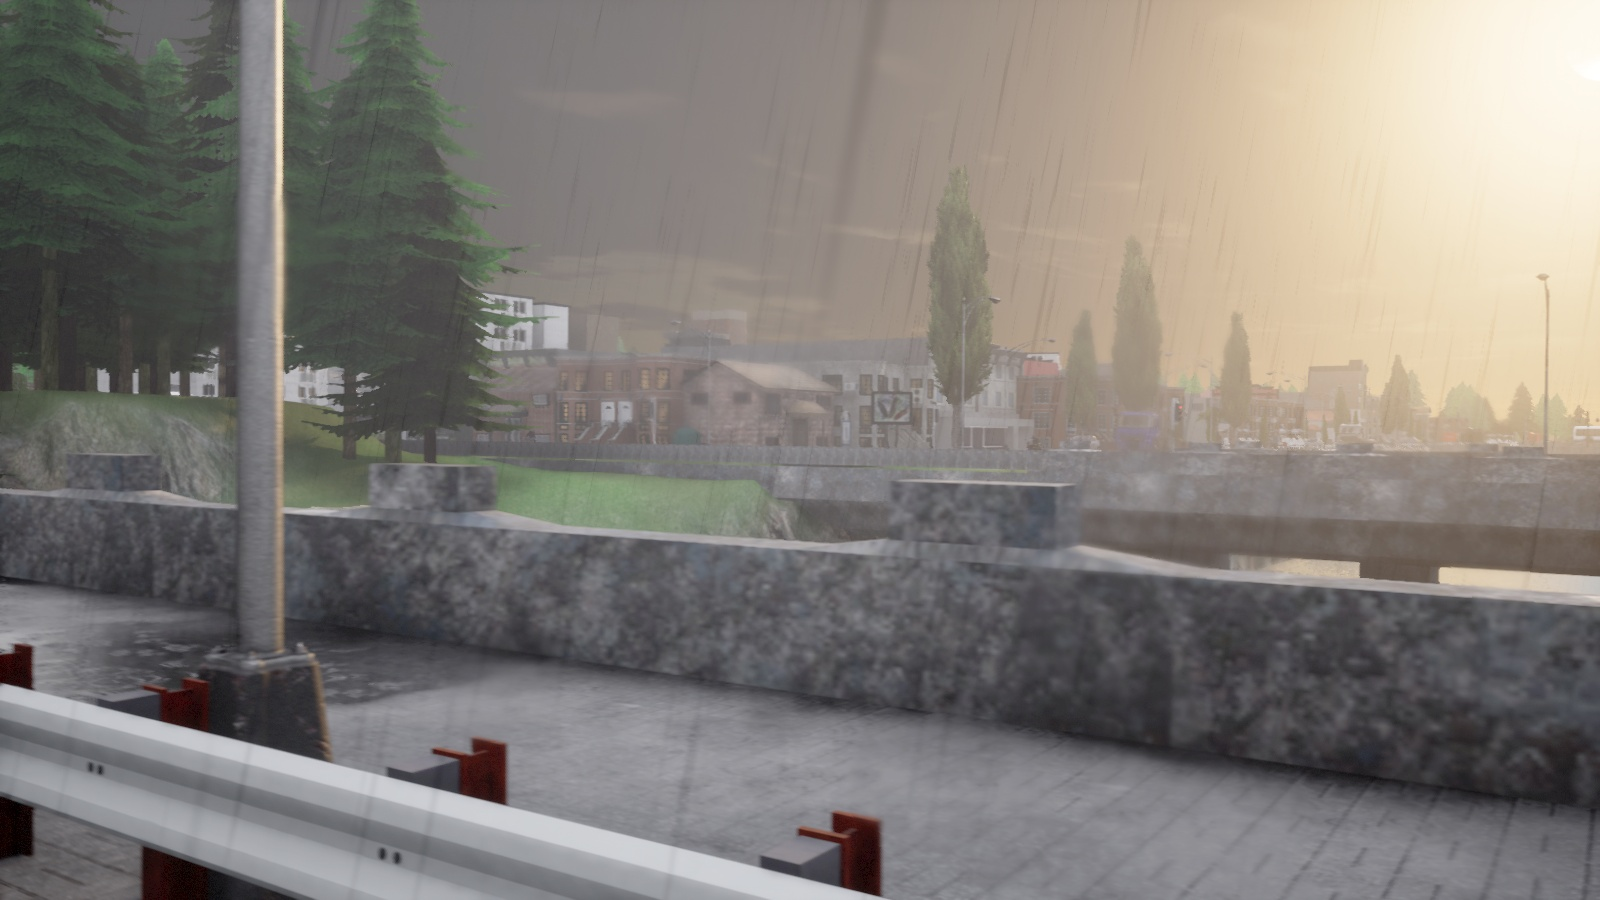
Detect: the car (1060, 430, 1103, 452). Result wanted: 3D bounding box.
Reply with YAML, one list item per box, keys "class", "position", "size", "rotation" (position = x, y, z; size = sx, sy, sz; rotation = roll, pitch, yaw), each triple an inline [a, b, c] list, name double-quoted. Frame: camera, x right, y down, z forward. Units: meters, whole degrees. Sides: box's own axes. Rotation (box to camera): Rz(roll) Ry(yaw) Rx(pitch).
- class: "car"
  position: [20.158, -0.665, 89.867]
  size: [1.845, 1.501, 3.633]
  rotation: [0, 1, 34]
